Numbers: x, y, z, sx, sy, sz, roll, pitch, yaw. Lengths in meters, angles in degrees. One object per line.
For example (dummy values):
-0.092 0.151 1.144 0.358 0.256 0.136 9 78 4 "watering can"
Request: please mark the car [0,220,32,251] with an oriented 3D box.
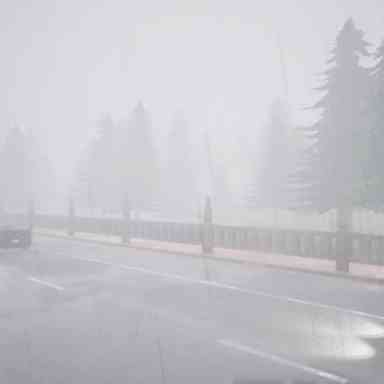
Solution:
-10.020 2.138 16.909 5.008 1.535 1.882 -1 -4 40 "car"
